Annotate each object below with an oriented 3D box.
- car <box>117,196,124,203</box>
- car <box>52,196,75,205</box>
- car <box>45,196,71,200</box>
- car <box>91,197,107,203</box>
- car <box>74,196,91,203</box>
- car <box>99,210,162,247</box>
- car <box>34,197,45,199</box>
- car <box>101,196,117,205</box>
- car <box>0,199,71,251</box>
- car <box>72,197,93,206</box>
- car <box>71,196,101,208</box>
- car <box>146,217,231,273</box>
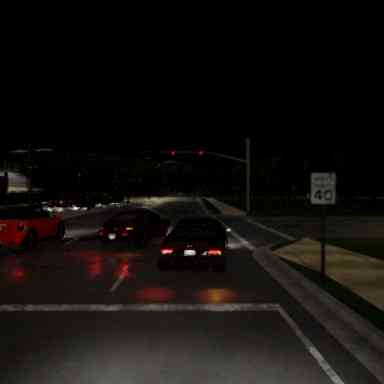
[{"bbox_3d":[-15.628,1.538,70.301,1.837,1.490,4.892,0,0,1],"label":"car"},{"bbox_3d":[-22.728,1.526,59.023,2.128,1.511,4.902,0,0,1],"label":"car"},{"bbox_3d":[-19.363,1.381,49.325,2.097,1.767,4.553,0,0,1],"label":"car"},{"bbox_3d":[-19.142,1.633,68.693,1.895,1.301,4.718,0,0,1],"label":"car"},{"bbox_3d":[-22.642,1.591,68.782,1.994,1.385,4.181,0,0,1],"label":"car"},{"bbox_3d":[-2.382,1.533,15.069,1.812,1.442,4.674,-1,0,18],"label":"car"},{"bbox_3d":[-22.846,1.535,49.898,1.837,1.490,4.892,0,0,1],"label":"car"},{"bbox_3d":[-15.718,1.580,60.123,2.033,1.411,5.357,0,0,1],"label":"car"},{"bbox_3d":[-7.173,1.359,14.304,2.097,1.767,4.553,0,0,-2],"label":"car"},{"bbox_3d":[-19.231,1.581,58.736,2.033,1.411,5.357,0,0,1],"label":"car"},{"bbox_3d":[-15.852,1.576,50.063,2.033,1.411,5.357,0,0,1],"label":"car"},{"bbox_3d":[0.244,1.553,10.767,2.033,1.411,5.357,0,0,7],"label":"car"}]
